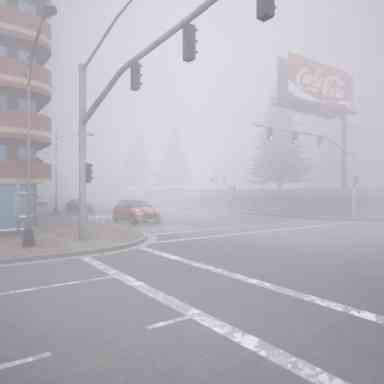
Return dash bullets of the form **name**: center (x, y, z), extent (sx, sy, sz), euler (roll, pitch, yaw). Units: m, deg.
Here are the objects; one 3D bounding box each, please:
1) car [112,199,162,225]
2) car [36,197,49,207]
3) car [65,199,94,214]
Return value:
- **car**: center (-4.032, 1.348, 24.093), extent (2.097, 1.767, 4.553), euler (0, 0, -36)
- **car**: center (-23.438, 1.474, 51.058), extent (1.882, 1.535, 5.008), euler (0, 0, -36)
- **car**: center (-11.845, 1.487, 34.892), extent (2.128, 1.511, 4.902), euler (0, 0, -36)
